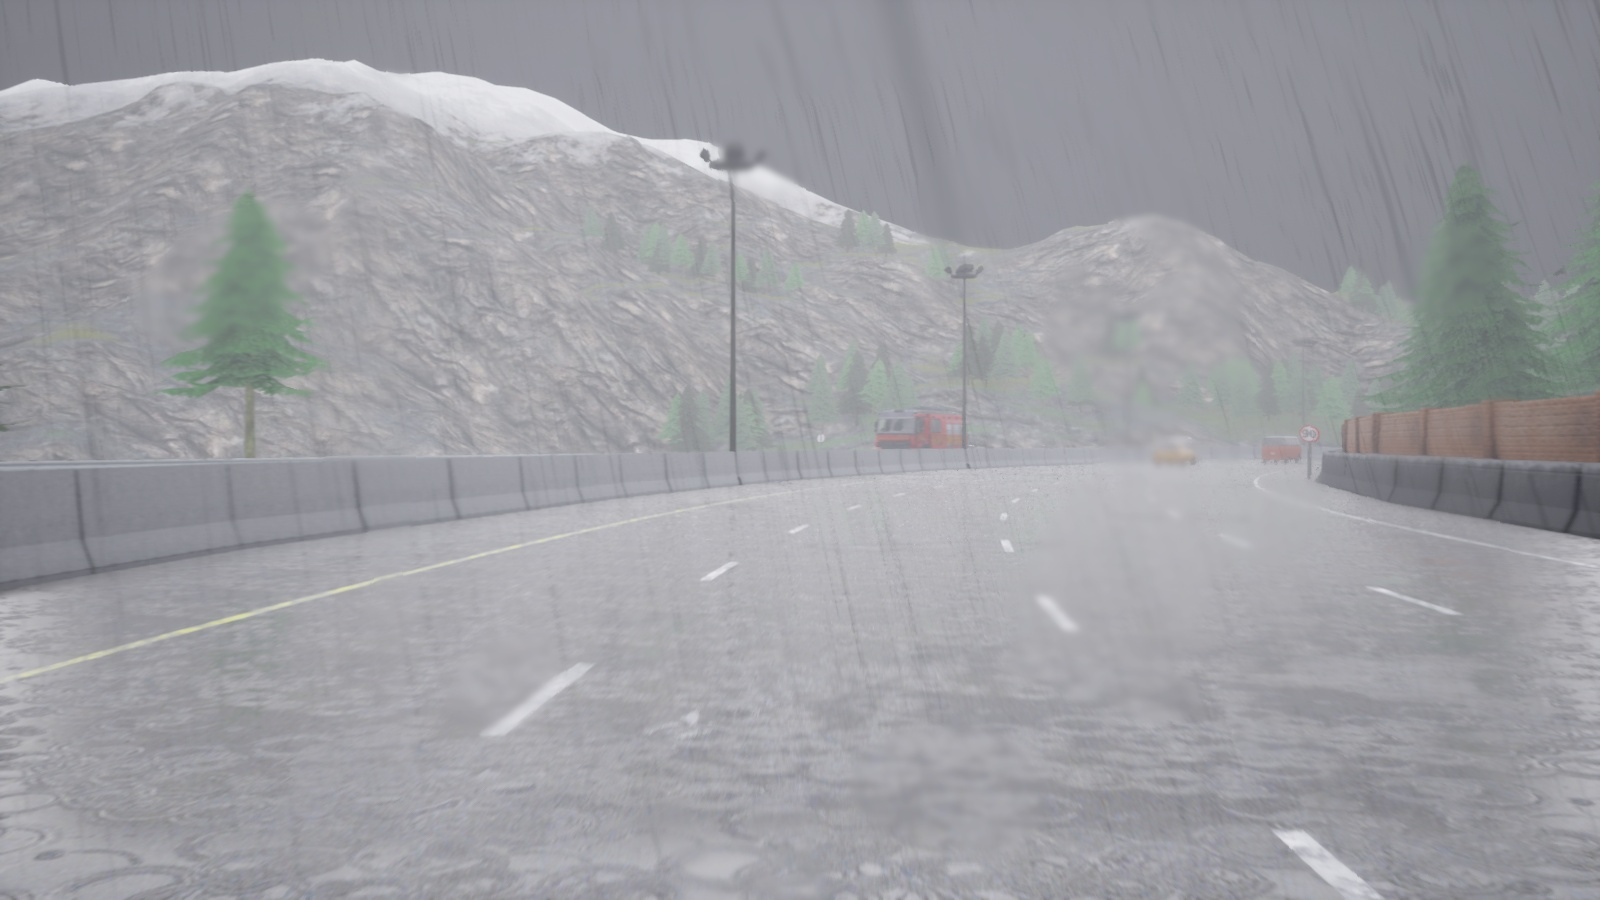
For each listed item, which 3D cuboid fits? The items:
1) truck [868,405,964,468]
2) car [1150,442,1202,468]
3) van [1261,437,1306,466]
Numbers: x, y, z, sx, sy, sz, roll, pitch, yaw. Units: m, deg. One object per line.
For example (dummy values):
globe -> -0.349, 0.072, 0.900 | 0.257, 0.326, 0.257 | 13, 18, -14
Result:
truck -> 7.567, -0.845, 80.649 | 2.891, 3.827, 8.468 | 0, 0, 30
car -> 24.374, 0.308, 81.336 | 1.801, 1.575, 5.366 | 1, 0, 33
van -> 34.534, 0.108, 89.593 | 1.775, 1.987, 4.442 | 0, 0, 38
